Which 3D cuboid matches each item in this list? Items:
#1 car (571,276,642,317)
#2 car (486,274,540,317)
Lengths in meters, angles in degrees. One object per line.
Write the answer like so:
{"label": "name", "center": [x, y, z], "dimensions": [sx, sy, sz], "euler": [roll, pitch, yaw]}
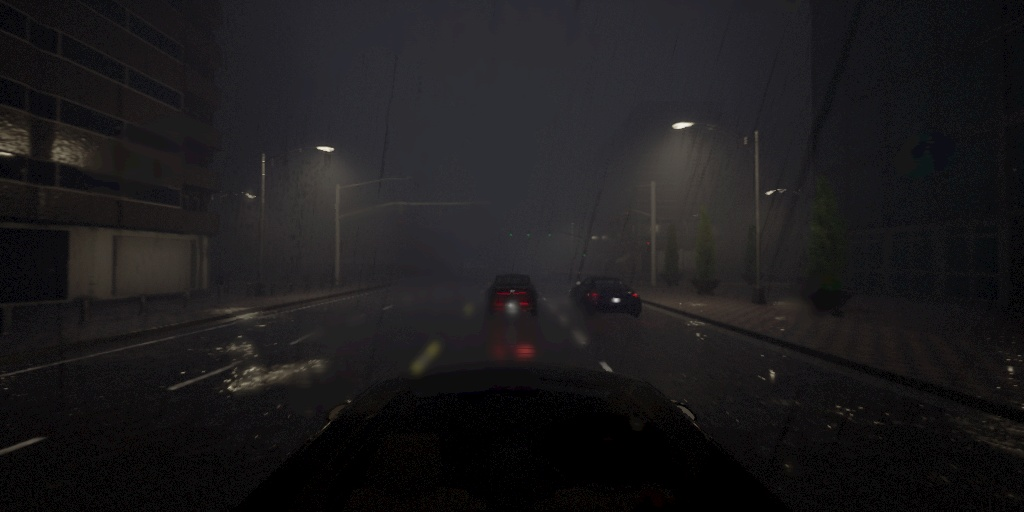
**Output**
{"label": "car", "center": [3.542, 1.487, 14.119], "dimensions": [1.994, 1.385, 4.181], "euler": [0, -1, 1]}
{"label": "car", "center": [0.042, 1.429, 14.147], "dimensions": [1.837, 1.490, 4.892], "euler": [0, 0, 1]}
